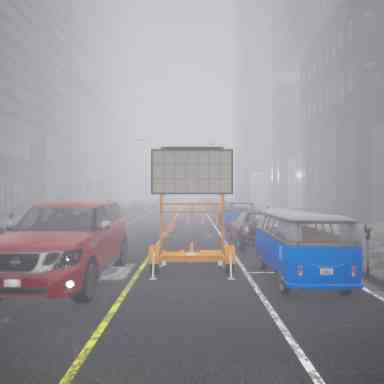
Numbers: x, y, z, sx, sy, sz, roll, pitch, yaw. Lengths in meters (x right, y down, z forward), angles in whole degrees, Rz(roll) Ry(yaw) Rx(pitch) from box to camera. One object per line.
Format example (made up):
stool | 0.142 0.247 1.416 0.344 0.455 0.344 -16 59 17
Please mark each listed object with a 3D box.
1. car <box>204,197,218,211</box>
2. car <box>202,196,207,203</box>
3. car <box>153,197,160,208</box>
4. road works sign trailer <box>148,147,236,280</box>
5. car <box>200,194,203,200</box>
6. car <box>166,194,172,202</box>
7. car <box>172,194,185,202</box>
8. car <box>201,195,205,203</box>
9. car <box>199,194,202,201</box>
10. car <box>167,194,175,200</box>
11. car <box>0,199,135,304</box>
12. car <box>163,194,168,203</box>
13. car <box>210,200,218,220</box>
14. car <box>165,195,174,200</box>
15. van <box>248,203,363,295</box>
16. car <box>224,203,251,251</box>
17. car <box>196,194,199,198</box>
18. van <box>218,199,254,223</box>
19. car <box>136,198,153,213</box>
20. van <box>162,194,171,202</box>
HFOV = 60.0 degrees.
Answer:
car | 2.683 1.540 36.579 2.008 1.369 4.403 1 0 0
car | 2.684 1.529 42.204 1.887 1.381 4.507 1 0 0
car | -5.840 1.505 47.654 1.752 1.417 4.829 1 0 0
road works sign trailer | 0.003 0.465 9.916 2.380 3.560 2.880 0 0 0
car | 2.687 1.518 53.453 1.887 1.381 4.507 1 0 0
car | -5.835 1.389 70.322 1.967 1.590 4.097 1 0 0
car | -2.987 1.165 73.136 2.150 2.045 5.566 0 0 0
car | 2.685 1.524 47.828 1.887 1.381 4.507 1 0 0
car | 2.687 1.510 59.078 1.887 1.381 4.507 1 0 0
car | -5.831 1.349 92.820 1.967 1.590 4.097 1 0 0
car | -3.097 1.222 8.503 2.150 2.045 5.566 0 0 0
car | -5.839 1.548 59.074 1.802 1.307 4.206 1 0 0
car | 2.681 1.547 25.330 2.008 1.369 4.403 1 0 0
car | -5.834 1.485 87.196 1.947 1.339 4.313 1 0 0
van | 2.680 1.342 8.455 1.690 1.788 3.998 1 0 0
car | 2.680 1.440 14.080 1.967 1.590 4.097 1 0 0
car | 2.691 1.474 81.577 1.887 1.381 4.507 1 0 0
van | 2.682 1.339 19.705 1.690 1.788 3.998 1 0 0
car | -5.842 1.540 36.575 2.008 1.369 4.403 1 0 0
van | -5.833 1.280 75.947 1.690 1.788 3.998 1 0 0
